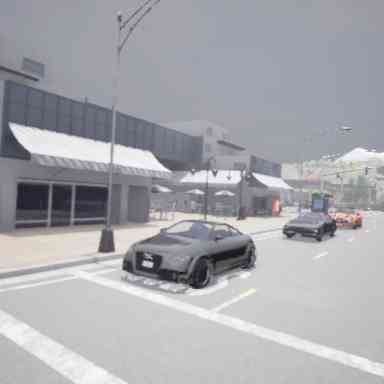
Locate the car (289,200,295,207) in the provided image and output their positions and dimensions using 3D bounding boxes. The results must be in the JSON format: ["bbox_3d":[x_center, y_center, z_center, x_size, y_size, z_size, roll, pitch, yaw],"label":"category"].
[{"bbox_3d":[24.782,2.926,85.237,1.932,1.855,4.605,3,0,34],"label":"car"}]

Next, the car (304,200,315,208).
[{"bbox_3d":[31.887,3.314,89.936,1.905,1.878,3.866,3,0,34],"label":"car"}]

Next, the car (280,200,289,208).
[{"bbox_3d":[17.998,2.608,69.247,1.970,1.475,3.806,3,0,34],"label":"car"}]

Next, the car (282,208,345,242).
[{"bbox_3d":[6.830,1.855,18.797,2.033,1.411,5.357,3,0,34],"label":"car"}]

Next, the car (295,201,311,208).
[{"bbox_3d":[24.954,3.070,73.055,2.007,1.523,4.514,3,0,34],"label":"car"}]

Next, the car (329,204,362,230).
[{"bbox_3d":[12.592,2.016,27.296,2.097,1.767,4.553,3,0,34],"label":"car"}]

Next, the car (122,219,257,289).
[{"bbox_3d":[0.150,1.458,8.903,1.994,1.385,4.181,3,0,34],"label":"car"}]
